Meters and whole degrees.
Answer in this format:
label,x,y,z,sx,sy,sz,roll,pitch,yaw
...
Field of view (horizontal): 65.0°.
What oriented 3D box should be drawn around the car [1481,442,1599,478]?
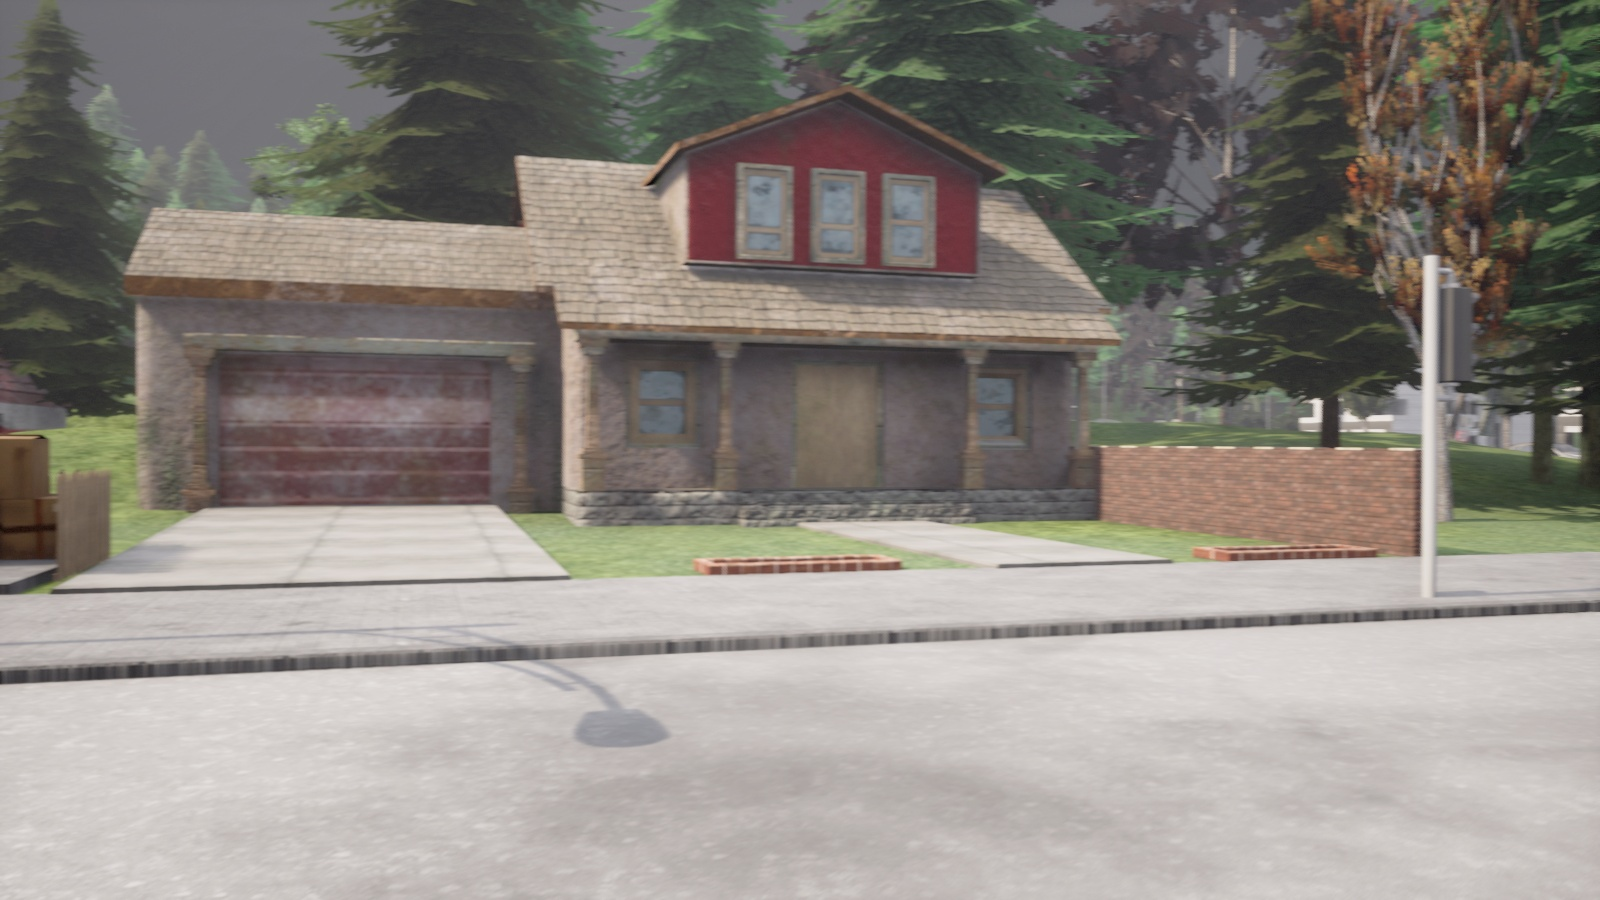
label,x,y,z,sx,sy,sz,roll,pitch,yaw
car,35.756,0.456,60.801,2.242,1.667,4.611,0,0,-18
